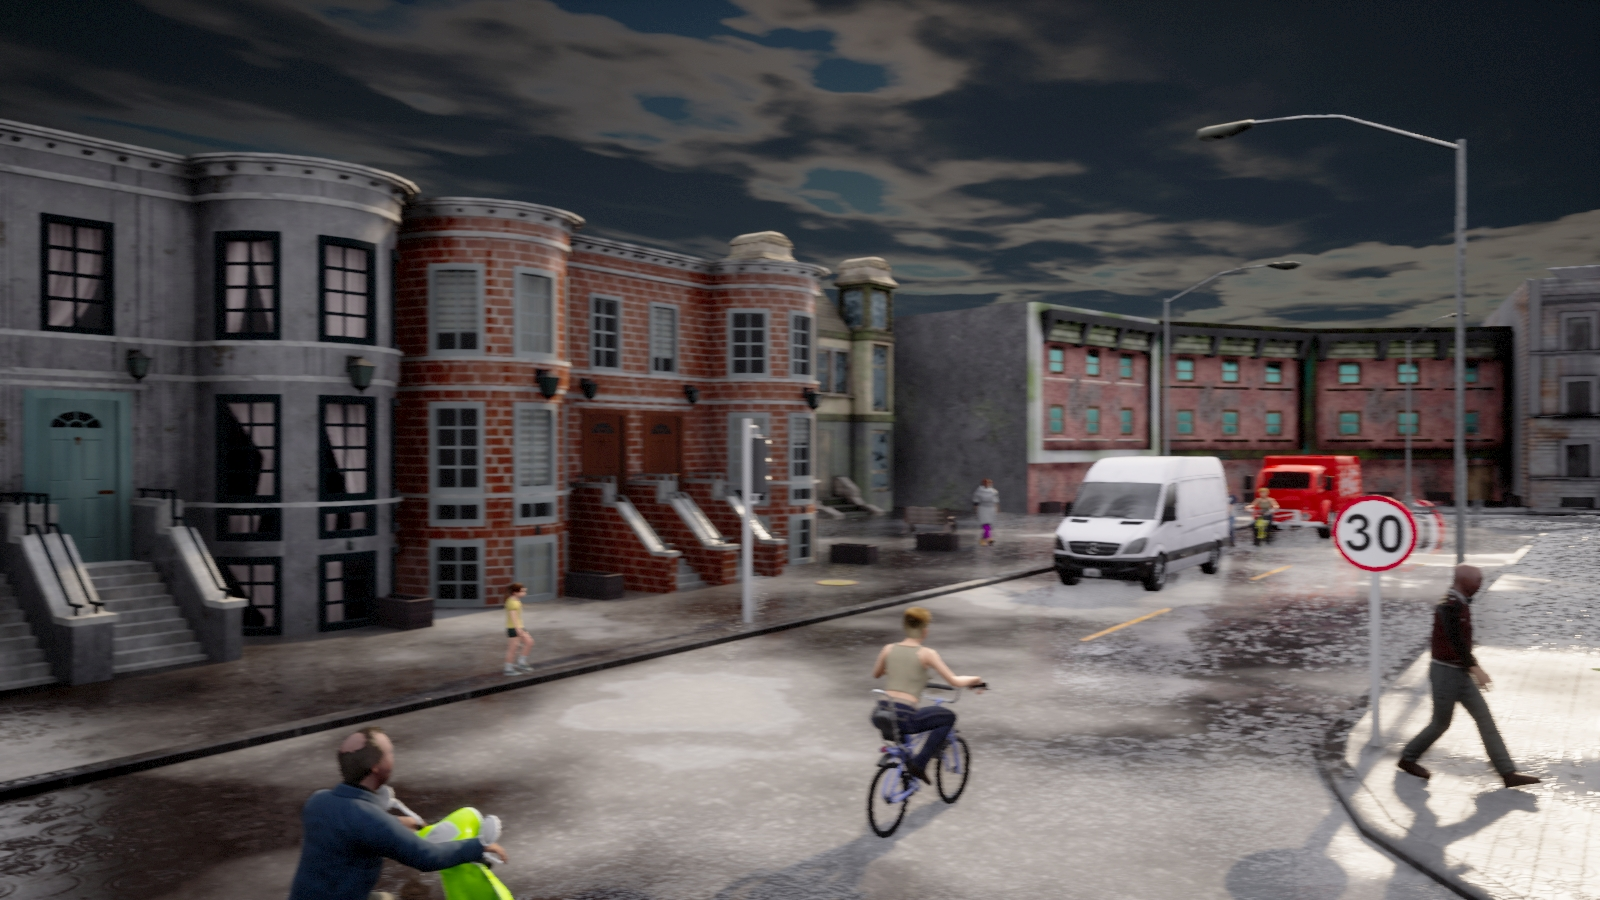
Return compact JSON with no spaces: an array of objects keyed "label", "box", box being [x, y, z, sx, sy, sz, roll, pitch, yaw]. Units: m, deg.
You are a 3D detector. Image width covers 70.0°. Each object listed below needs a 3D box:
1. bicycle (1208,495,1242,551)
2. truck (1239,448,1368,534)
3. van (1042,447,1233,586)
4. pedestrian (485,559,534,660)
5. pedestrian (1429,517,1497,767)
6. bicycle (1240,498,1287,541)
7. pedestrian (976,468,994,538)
[{"label":"bicycle","box":[10.682,1.815,28.711,0.373,1.296,1.643,0,1,36]},{"label":"truck","box":[15.901,1.193,35.912,2.627,2.467,5.204,0,0,37]},{"label":"van","box":[7.268,1.216,24.075,1.988,2.561,5.915,0,0,36]},{"label":"pedestrian","box":[-3.404,1.861,13.423,0.500,1.100,0.500,0,0,-8]},{"label":"pedestrian","box":[5.189,1.474,8.942,0.375,1.860,0.375,0,0,44]},{"label":"bicycle","box":[12.857,1.901,31.700,0.859,1.080,1.487,0,0,37]},{"label":"pedestrian","box":[4.942,1.408,30.509,0.375,1.860,0.375,0,0,-8]}]
